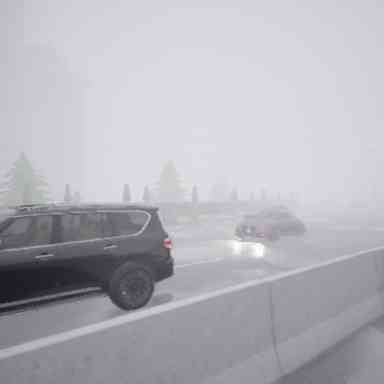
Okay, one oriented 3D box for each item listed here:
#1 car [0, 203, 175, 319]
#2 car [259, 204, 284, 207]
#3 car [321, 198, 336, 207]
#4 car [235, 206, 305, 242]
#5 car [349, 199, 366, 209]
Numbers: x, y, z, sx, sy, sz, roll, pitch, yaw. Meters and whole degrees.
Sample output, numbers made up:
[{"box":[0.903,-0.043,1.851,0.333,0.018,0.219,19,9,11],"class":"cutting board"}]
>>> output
[{"box":[-2.945,1.255,6.316,5.566,2.045,2.150,0,0,-37],"class":"car"},{"box":[5.545,1.610,23.613,1.882,1.535,5.008,0,0,41],"class":"car"},{"box":[24.891,1.816,60.907,2.097,1.767,4.553,-1,-1,15],"class":"car"},{"box":[4.075,1.650,17.027,4.181,1.385,1.994,0,0,-45],"class":"car"},{"box":[26.176,1.847,52.758,1.882,1.535,5.008,0,0,19],"class":"car"}]
